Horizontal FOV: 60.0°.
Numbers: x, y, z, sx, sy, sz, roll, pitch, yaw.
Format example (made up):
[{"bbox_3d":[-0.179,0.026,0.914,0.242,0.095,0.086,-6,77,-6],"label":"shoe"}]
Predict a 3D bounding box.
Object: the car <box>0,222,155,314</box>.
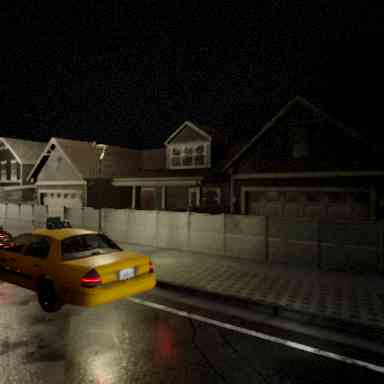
[{"bbox_3d":[-3.242,1.480,7.689,5.366,1.575,1.801,0,0,37],"label":"car"}]
